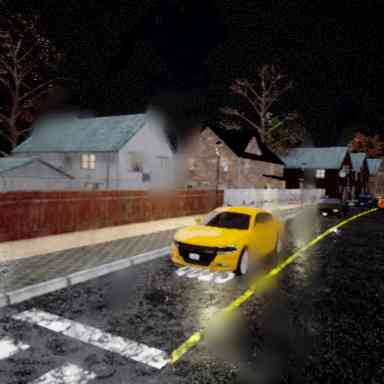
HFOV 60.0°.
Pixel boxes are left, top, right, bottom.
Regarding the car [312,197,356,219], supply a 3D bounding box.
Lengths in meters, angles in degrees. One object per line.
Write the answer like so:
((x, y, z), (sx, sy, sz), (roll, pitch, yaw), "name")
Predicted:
((10.698, 1.127, 25.252), (2.033, 1.411, 5.357), (4, 3, 34), "car")

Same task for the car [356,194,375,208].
((20.422, 0.920, 38.738), (2.033, 1.411, 5.357), (4, 3, 37), "car")

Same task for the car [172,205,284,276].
((1.304, 1.197, 9.858), (1.882, 1.535, 5.008), (4, 2, 30), "car")

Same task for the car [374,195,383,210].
((20.651, 1.007, 34.291), (2.097, 1.767, 4.553), (4, 3, 37), "car")
